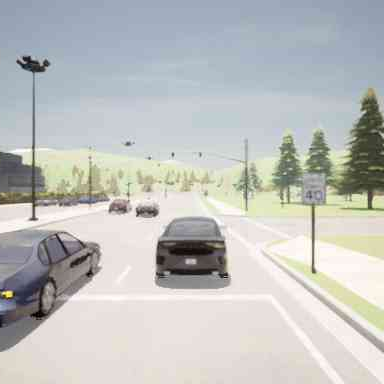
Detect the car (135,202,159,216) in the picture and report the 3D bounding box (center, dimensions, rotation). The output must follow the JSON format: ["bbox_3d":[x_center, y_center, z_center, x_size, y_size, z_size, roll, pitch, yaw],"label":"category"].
[{"bbox_3d":[-4.216,1.591,32.178,1.895,1.301,4.718,0,0,-1],"label":"car"}]

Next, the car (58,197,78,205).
[{"bbox_3d":[-22.794,1.587,61.184,1.895,1.301,4.718,0,0,0],"label":"car"}]

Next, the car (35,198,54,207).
[{"bbox_3d":[-22.862,1.590,52.291,1.895,1.301,4.718,0,0,0],"label":"car"}]

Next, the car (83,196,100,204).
[{"bbox_3d":[-19.290,1.463,61.788,1.882,1.535,5.008,0,0,0],"label":"car"}]

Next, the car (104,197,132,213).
[{"bbox_3d":[-7.767,1.516,36.169,1.812,1.442,4.674,0,0,-1],"label":"car"}]

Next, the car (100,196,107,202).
[{"bbox_3d":[-19.213,1.534,71.856,1.994,1.385,4.181,0,0,0],"label":"car"}]

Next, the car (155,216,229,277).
[{"bbox_3d":[0.081,1.474,10.242,1.882,1.535,5.008,0,0,2],"label":"car"}]

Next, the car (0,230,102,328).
[{"bbox_3d":[-3.497,1.546,7.303,2.033,1.411,5.357,0,0,-1],"label":"car"}]

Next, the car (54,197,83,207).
[{"bbox_3d":[-19.362,1.493,52.332,1.837,1.490,4.892,0,0,0],"label":"car"}]

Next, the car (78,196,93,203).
[{"bbox_3d":[-22.719,1.536,71.086,1.994,1.385,4.181,0,0,0],"label":"car"}]
